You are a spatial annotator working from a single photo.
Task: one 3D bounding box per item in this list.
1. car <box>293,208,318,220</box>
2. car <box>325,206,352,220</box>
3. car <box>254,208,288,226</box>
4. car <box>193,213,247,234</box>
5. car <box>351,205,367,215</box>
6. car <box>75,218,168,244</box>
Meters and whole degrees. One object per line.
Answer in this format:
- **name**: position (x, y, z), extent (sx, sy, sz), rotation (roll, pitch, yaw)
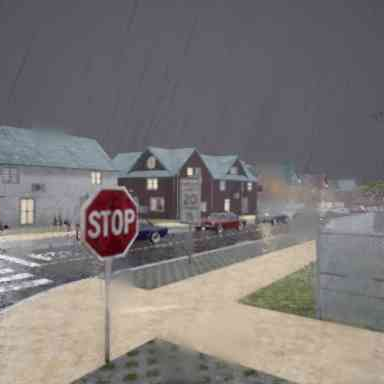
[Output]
- **car**: position (13.525, 2.575, 39.479), extent (1.994, 1.385, 4.181), rotation (1, -1, 37)
- **car**: position (17.187, 2.619, 39.534), extent (1.812, 1.442, 4.674), rotation (1, -1, 36)
- **car**: position (7.578, 2.294, 31.464), extent (1.837, 1.490, 4.892), rotation (1, -1, 36)
- **car**: position (2.069, 2.187, 24.010), extent (1.895, 1.301, 4.718), rotation (1, -1, 36)
- **car**: position (24.805, 2.736, 49.845), extent (2.097, 1.767, 4.553), rotation (1, -1, 35)
- **car**: position (-3.368, 1.988, 16.612), extent (1.895, 1.301, 4.718), rotation (1, -1, 36)
